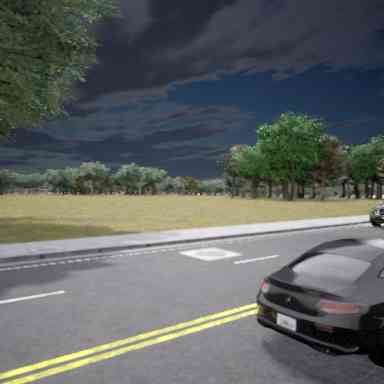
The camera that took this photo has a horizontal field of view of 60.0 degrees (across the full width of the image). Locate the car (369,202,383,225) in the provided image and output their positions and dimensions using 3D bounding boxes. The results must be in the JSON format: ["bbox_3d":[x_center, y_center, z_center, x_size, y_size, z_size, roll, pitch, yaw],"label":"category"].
[{"bbox_3d":[13.736,1.216,21.465,5.566,2.045,2.150,0,0,-35],"label":"car"}]

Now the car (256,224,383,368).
[{"bbox_3d":[3.111,1.524,5.677,4.674,1.442,1.812,0,0,-35],"label":"car"}]
